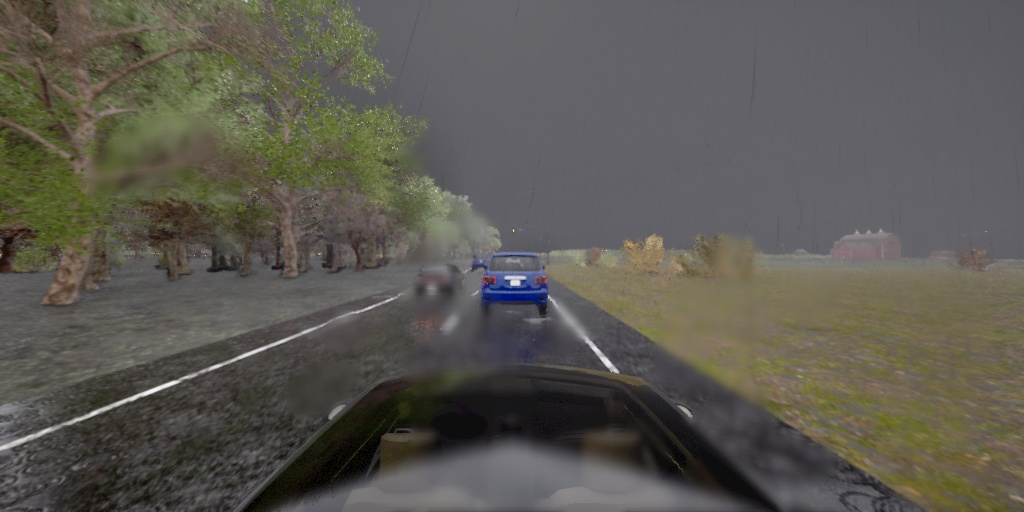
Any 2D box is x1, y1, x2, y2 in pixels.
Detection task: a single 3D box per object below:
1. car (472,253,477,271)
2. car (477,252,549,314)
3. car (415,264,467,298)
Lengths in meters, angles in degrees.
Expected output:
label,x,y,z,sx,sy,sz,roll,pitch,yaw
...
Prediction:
label,x,y,z,sx,sy,sz,roll,pitch,yaw
car,-3.395,0.667,41.683,2.150,2.045,5.566,0,0,0
car,0.100,0.885,13.403,2.150,2.045,5.566,0,0,0
car,-3.398,1.137,17.682,1.837,1.490,4.892,0,0,0
